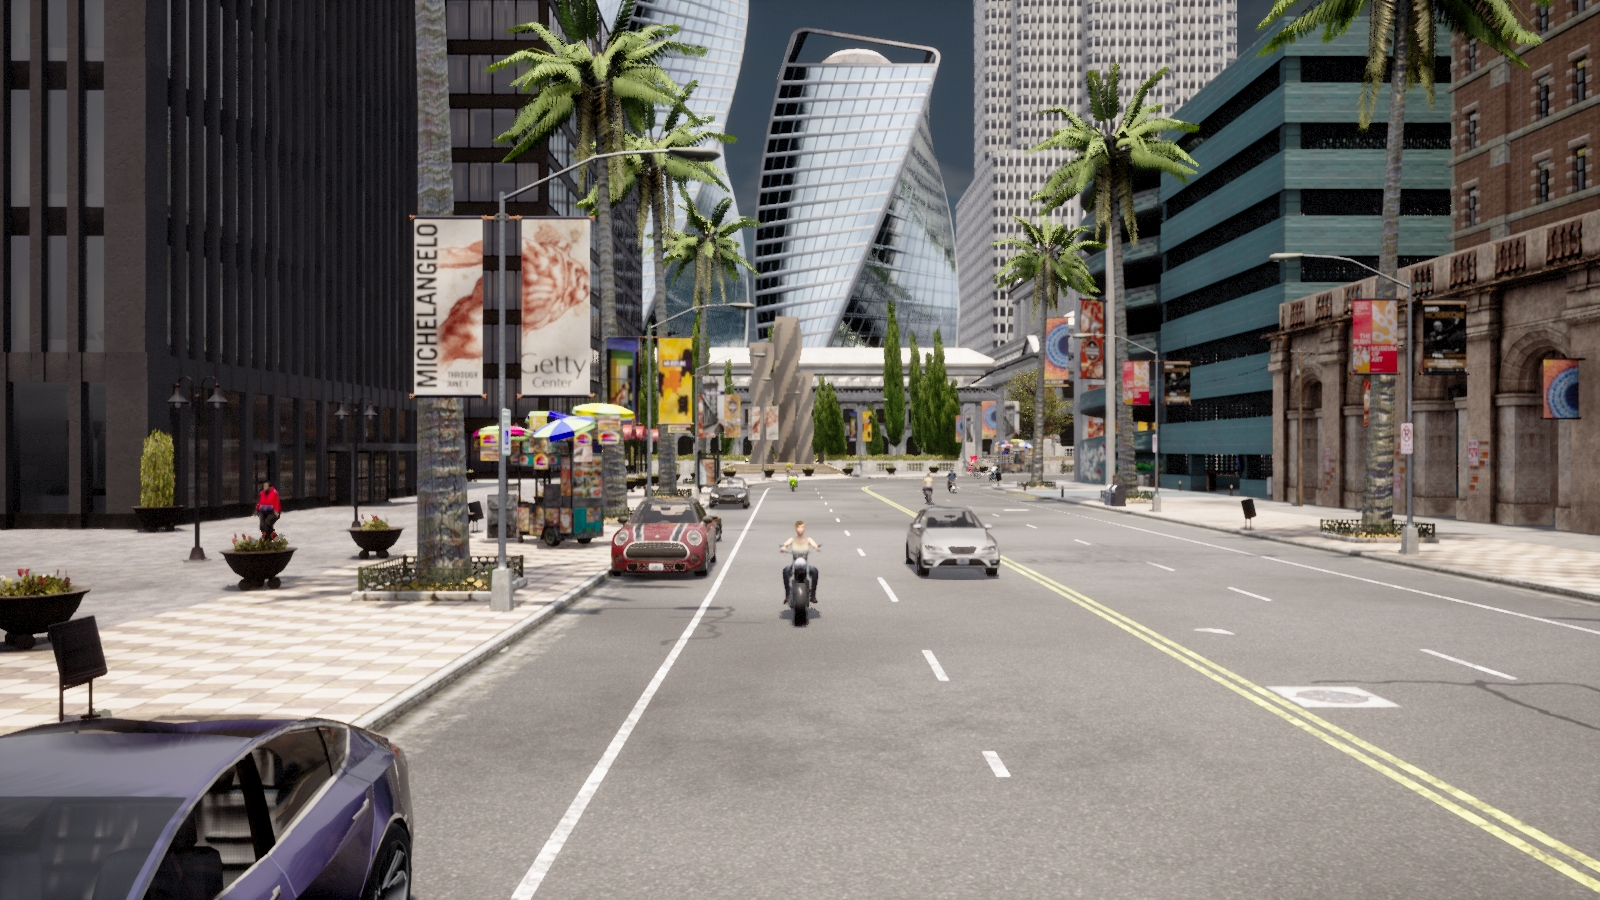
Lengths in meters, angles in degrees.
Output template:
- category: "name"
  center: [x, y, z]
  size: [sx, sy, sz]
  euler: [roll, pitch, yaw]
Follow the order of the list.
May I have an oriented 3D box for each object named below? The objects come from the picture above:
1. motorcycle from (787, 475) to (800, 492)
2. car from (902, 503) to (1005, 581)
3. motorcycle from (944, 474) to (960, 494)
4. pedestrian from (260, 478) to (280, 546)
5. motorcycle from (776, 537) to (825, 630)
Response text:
- category: "motorcycle"
  center: [-0.448, 2.243, 76.821]
  size: [0.803, 1.145, 2.033]
  euler: [0, 0, 1]
- category: "car"
  center: [3.477, 2.076, 26.600]
  size: [1.816, 1.474, 4.193]
  euler: [0, 0, 0]
- category: "motorcycle"
  center: [9.974, 2.211, 75.030]
  size: [0.856, 1.236, 1.805]
  euler: [0, 0, 0]
- category: "pedestrian"
  center: [-14.806, 1.724, 31.915]
  size: [0.375, 1.860, 0.375]
  euler: [0, 0, 10]
- category: "motorcycle"
  center: [0.010, 2.178, 19.079]
  size: [0.764, 1.277, 2.356]
  euler: [0, 0, 0]
